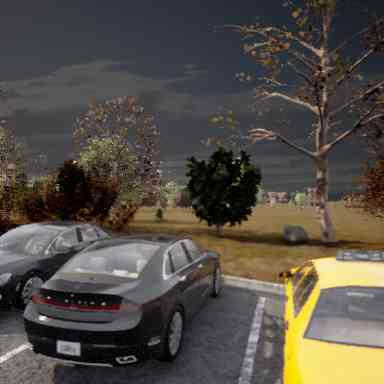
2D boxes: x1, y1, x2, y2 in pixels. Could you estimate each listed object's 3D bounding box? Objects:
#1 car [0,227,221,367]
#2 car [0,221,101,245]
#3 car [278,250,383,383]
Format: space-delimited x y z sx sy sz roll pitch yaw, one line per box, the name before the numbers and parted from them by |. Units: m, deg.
car | -0.721 1.490 6.009 2.231 1.521 4.892 0 -1 15
car | -3.477 1.492 7.990 2.231 1.521 4.892 1 -1 16
car | 2.089 1.485 4.224 1.946 1.575 5.366 0 -1 16
